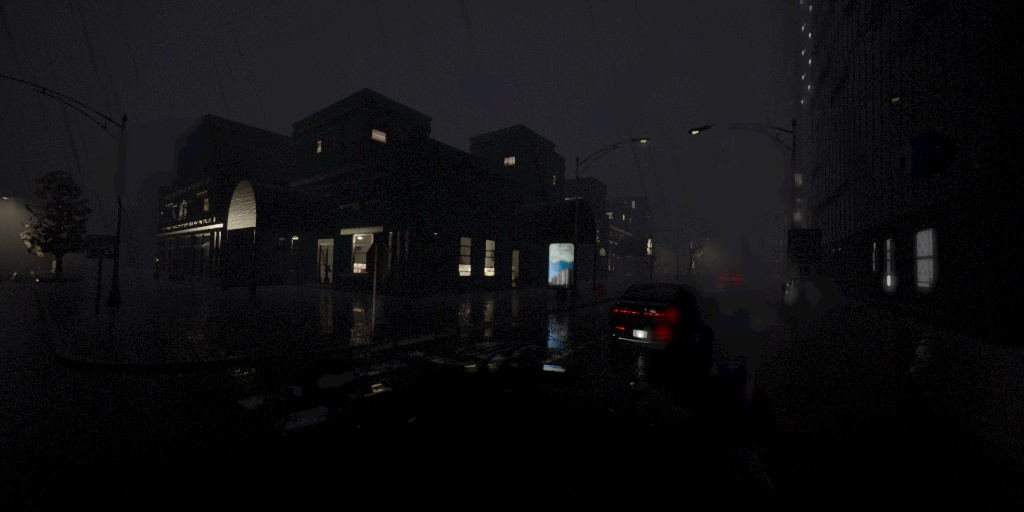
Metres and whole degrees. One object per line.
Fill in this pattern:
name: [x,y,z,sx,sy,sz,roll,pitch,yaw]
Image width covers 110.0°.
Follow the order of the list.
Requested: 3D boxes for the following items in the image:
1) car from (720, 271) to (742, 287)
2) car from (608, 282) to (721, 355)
car: [23.097,2.420,37.822,2.033,1.411,5.357,0,-1,32]
car: [4.069,1.431,9.392,1.837,1.490,4.892,0,-2,36]
